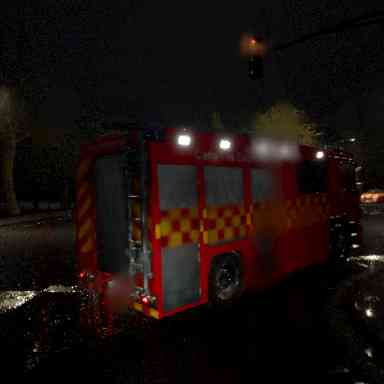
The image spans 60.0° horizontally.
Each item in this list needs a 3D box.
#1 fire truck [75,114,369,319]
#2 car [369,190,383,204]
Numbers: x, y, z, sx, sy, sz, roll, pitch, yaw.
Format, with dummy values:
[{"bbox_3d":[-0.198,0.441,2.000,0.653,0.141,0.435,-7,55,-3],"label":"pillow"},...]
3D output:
[{"bbox_3d":[1.468,0.324,8.836,8.468,3.827,2.891,-2,0,-43],"label":"fire truck"},{"bbox_3d":[23.157,0.506,42.230,4.553,1.767,2.097,-1,1,-42],"label":"car"}]
